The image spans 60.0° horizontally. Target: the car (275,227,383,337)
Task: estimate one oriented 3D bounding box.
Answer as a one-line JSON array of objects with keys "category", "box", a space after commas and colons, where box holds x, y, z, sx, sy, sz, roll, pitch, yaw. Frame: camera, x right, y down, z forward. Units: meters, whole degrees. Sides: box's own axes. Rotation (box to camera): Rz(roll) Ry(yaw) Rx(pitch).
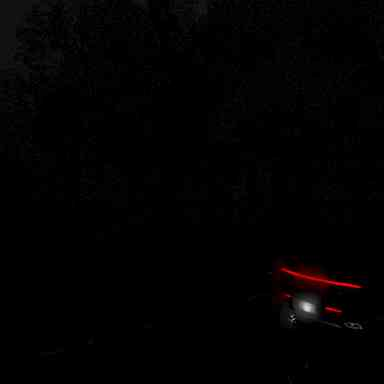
[{"category": "car", "box": [3.691, 1.447, 6.382, 4.892, 1.490, 1.837, -1, 0, -35]}]
